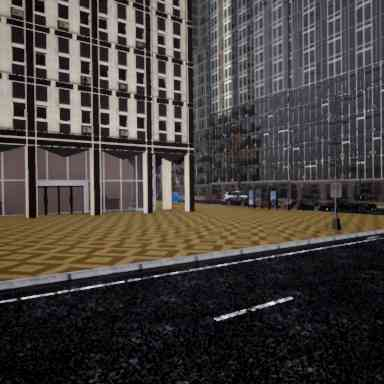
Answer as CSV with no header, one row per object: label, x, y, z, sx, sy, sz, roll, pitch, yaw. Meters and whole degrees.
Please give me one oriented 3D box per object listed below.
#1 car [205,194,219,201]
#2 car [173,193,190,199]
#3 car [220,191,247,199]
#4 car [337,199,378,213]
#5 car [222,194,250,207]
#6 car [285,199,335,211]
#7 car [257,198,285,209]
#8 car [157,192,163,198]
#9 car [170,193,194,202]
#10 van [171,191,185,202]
car,3.986,1.027,64.917,1.802,1.307,4.206,-1,1,-34
car,-2.409,0.920,74.316,1.802,1.307,4.206,-1,1,-34
car,7.194,0.895,49.935,2.150,2.045,5.566,-1,1,-33
car,17.010,1.431,35.466,1.895,1.301,4.718,-1,1,-34
car,6.603,1.307,46.079,1.947,1.339,4.313,-1,1,-34
car,12.934,1.411,36.637,1.947,1.339,4.313,-1,1,-34
car,9.751,1.375,41.348,1.802,1.307,4.206,-1,1,-34
car,-5.606,0.599,79.012,2.192,1.841,5.009,-1,1,-34
car,-1.977,1.011,63.537,2.128,1.511,4.902,-1,1,-34
van,-2.943,0.925,60.202,1.690,1.788,3.998,-1,1,-34
